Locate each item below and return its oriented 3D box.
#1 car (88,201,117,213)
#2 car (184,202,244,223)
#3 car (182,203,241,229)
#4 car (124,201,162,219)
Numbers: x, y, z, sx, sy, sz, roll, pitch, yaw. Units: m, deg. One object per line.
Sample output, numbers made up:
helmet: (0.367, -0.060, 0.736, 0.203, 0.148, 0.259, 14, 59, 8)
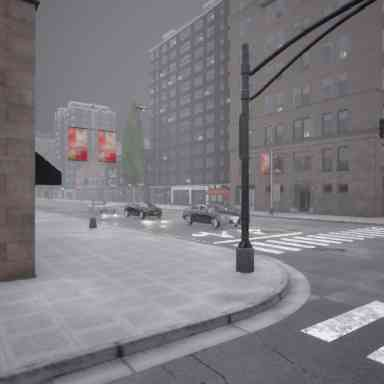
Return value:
car: (-10.480, 1.741, 38.868, 1.895, 1.301, 4.718, 0, 0, -36)
car: (1.695, 1.633, 27.814, 2.033, 1.411, 5.357, 0, 0, -36)
car: (1.246, 1.554, 22.524, 2.128, 1.511, 4.902, 0, 0, -36)
car: (-4.578, 1.579, 30.634, 1.882, 1.535, 5.008, 0, 0, -35)
